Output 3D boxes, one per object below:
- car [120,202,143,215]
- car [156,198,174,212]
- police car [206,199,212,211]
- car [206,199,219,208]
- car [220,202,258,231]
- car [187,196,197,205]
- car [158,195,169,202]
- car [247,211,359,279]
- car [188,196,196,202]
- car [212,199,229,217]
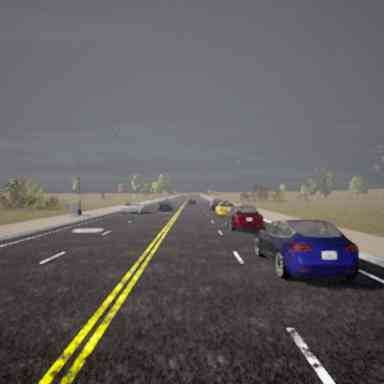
[{"bbox_3d":[-6.587,1.746,36.457,1.895,1.301,4.718,0,0,0],"label":"car"},{"bbox_3d":[-3.325,1.727,41.504,1.994,1.385,4.181,0,0,0],"label":"car"},{"bbox_3d":[3.259,1.674,43.180,2.038,1.542,4.974,0,0,0],"label":"police car"},{"bbox_3d":[3.261,1.806,54.209,1.895,1.301,4.718,0,0,0],"label":"car"},{"bbox_3d":[3.254,1.590,21.221,2.163,1.488,4.792,0,0,0],"label":"car"},{"bbox_3d":[0.014,1.785,63.840,2.033,1.411,5.357,0,0,0],"label":"car"},{"bbox_3d":[-6.485,1.413,77.028,2.128,1.511,4.902,0,0,0],"label":"car"},{"bbox_3d":[3.253,1.546,10.210,2.163,1.488,4.792,0,0,0],"label":"car"},{"bbox_3d":[0.016,1.755,82.479,1.895,1.301,4.718,0,0,0],"label":"car"},{"bbox_3d":[3.257,1.586,32.370,1.801,1.575,5.366,0,0,0],"label":"car"}]
